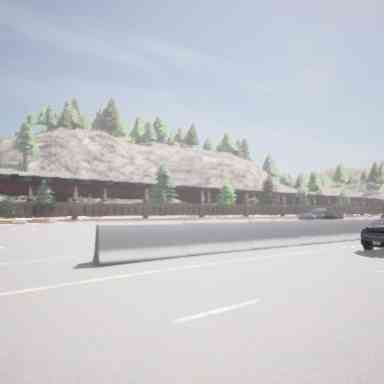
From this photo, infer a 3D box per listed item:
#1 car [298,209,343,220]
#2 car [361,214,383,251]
[{"bbox_3d":[11.330,2.230,29.271,4.892,1.490,1.837,3,-2,-35],"label":"car"},{"bbox_3d":[9.376,1.886,14.742,4.892,1.490,1.837,2,-1,-35],"label":"car"}]
